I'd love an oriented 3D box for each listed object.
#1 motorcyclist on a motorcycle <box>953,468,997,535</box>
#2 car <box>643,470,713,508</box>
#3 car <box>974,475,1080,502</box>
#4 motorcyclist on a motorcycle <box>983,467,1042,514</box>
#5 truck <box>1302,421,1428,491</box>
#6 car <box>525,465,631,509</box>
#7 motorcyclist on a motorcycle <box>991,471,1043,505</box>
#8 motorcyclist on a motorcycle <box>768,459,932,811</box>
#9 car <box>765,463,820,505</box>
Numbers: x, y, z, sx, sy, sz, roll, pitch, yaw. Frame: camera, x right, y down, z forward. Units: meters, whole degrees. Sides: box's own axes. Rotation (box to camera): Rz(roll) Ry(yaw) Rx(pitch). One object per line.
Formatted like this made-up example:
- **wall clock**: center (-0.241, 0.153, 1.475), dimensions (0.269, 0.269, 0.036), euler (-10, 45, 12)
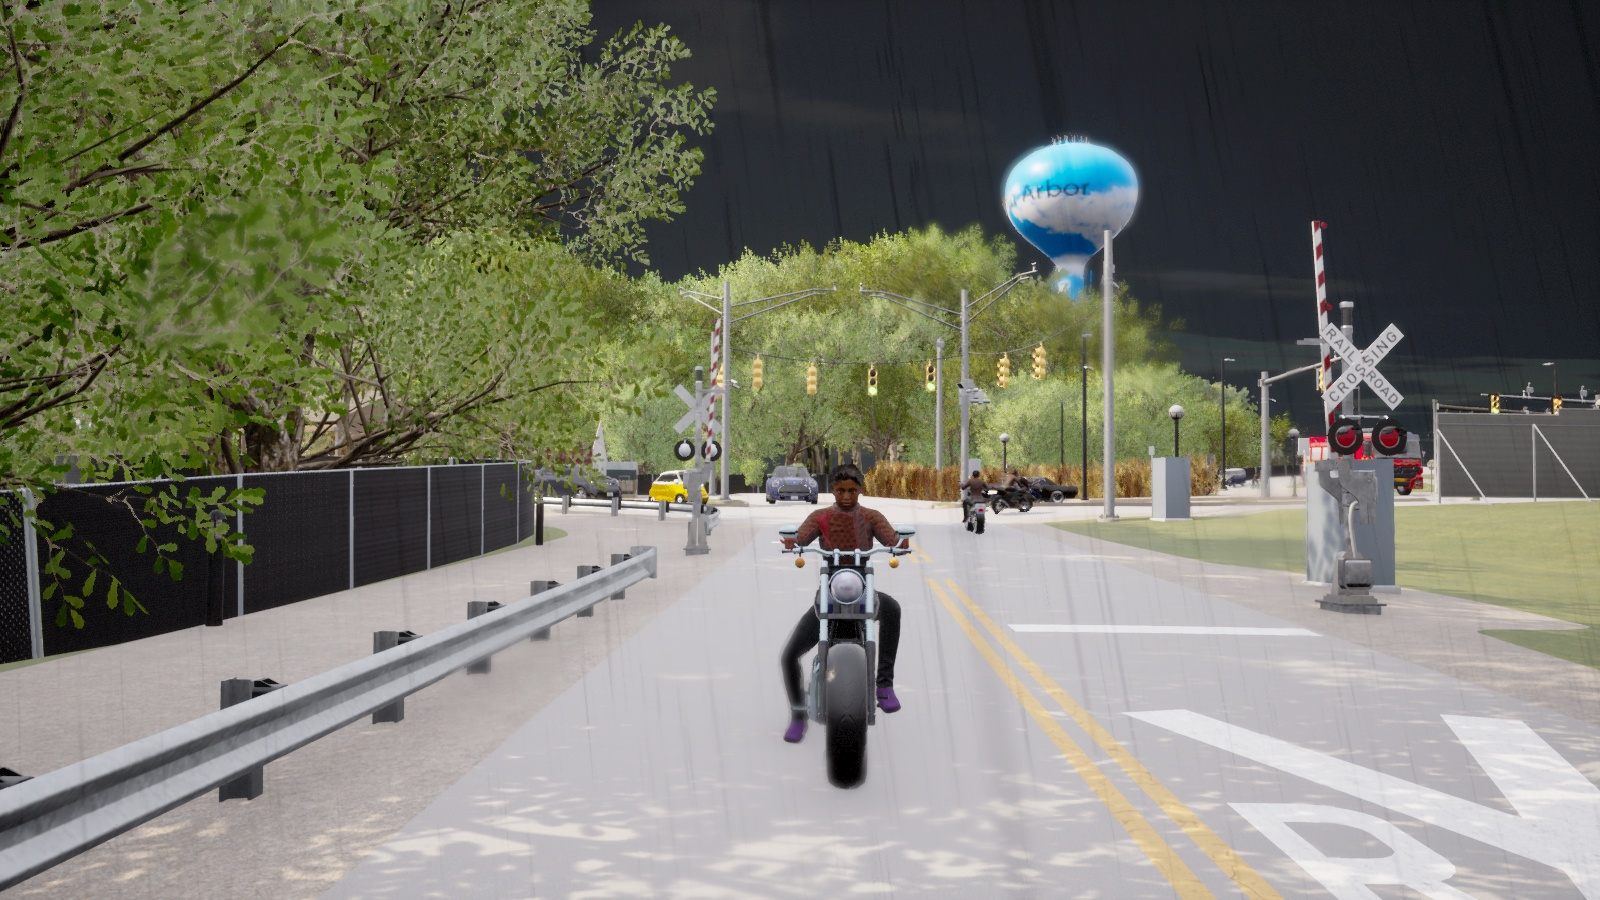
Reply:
- **motorcyclist on a motorcycle**: center (4.467, 1.283, 32.217), dimensions (0.766, 1.649, 2.350), euler (1, -1, 0)
- **car**: center (-4.654, 1.502, 47.848), dimensions (2.207, 1.376, 1.481), euler (-2, -3, 34)
- **car**: center (10.909, 1.855, 60.601), dimensions (4.718, 1.301, 1.895), euler (0, -1, -4)
- **motorcyclist on a motorcycle**: center (7.332, 1.388, 43.312), dimensions (2.044, 1.523, 0.797), euler (-1, 2, -38)
- **truck**: center (32.607, 0.409, 72.906), dimensions (2.891, 3.827, 8.468), euler (0, -1, -5)
- **car**: center (-7.949, 1.329, 44.832), dimensions (3.633, 1.501, 1.845), euler (-1, -3, 41)
- **motorcyclist on a motorcycle**: center (9.859, 1.730, 57.018), dimensions (2.191, 1.530, 0.866), euler (0, -1, -4)
- **motorcyclist on a motorcycle**: center (0.270, 0.884, 7.085), dimensions (0.766, 1.649, 2.350), euler (0, -1, 2)
- **car**: center (-0.370, 1.471, 55.251), dimensions (2.097, 1.767, 4.553), euler (0, -1, -4)
